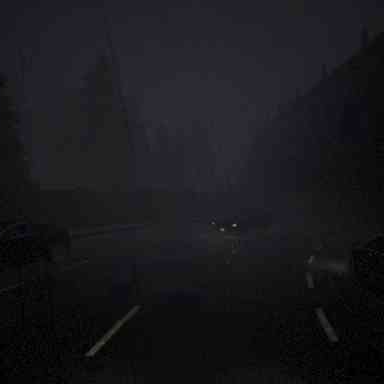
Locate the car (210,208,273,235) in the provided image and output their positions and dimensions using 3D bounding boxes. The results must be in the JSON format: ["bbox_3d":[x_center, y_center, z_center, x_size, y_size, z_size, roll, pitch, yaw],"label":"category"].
[{"bbox_3d":[3.204,1.695,20.350,2.033,1.411,5.357,0,-1,36],"label":"car"}]

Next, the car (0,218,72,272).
[{"bbox_3d":[-5.495,1.548,9.509,2.128,1.511,4.902,0,0,16],"label":"car"}]

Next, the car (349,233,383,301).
[{"bbox_3d":[4.709,1.563,6.944,1.837,1.490,4.892,-1,-1,13],"label":"car"}]
